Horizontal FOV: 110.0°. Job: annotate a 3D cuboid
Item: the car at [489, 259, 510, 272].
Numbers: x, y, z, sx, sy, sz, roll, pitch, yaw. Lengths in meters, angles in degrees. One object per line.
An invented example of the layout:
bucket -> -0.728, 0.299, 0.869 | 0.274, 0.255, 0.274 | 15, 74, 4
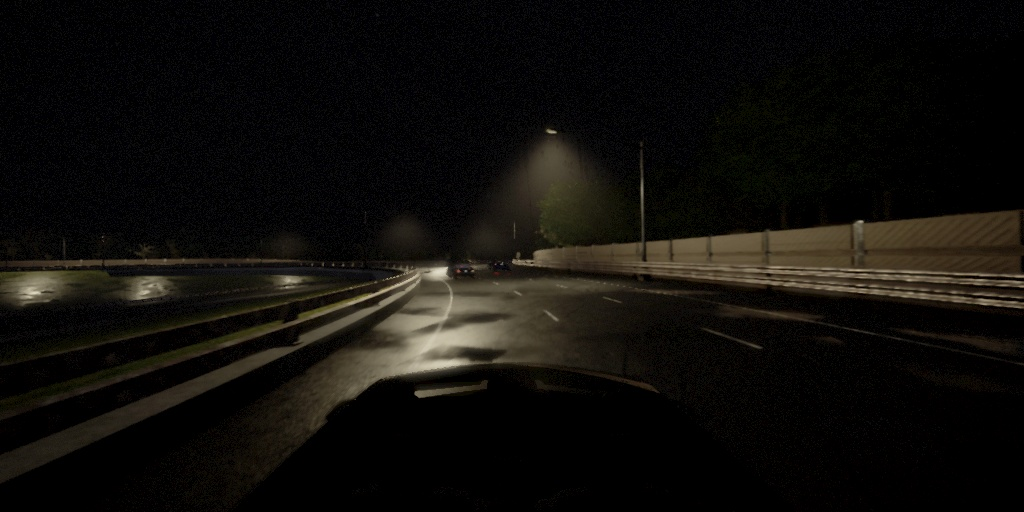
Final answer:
car -> -1.782, 1.125, 47.923 | 2.097, 1.767, 4.553 | -1, 0, -13

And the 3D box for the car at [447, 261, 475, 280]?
car -> -4.786, 1.373, 33.211 | 2.033, 1.411, 5.357 | -1, 0, -19
